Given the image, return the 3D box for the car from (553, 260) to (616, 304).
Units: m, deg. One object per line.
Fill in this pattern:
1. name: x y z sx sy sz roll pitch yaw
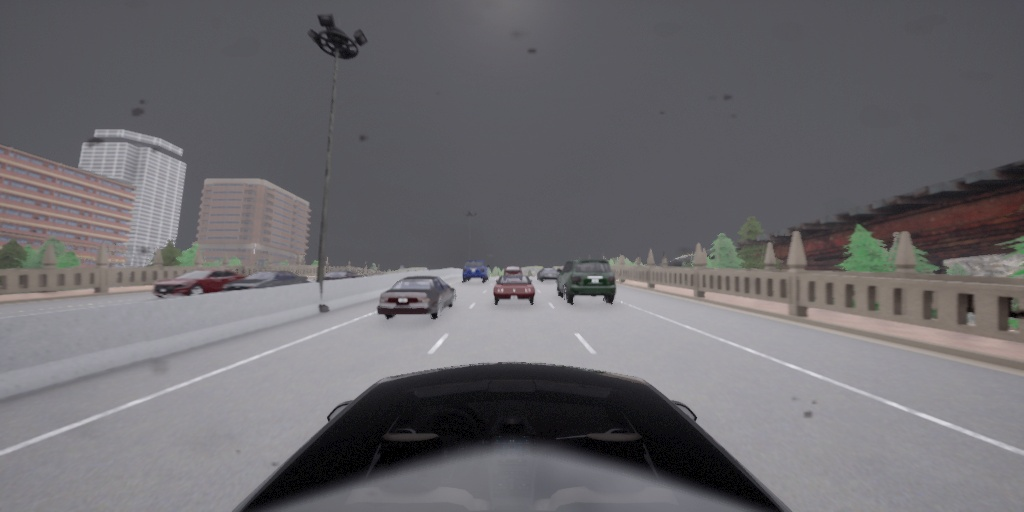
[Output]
1. car: 3.599 1.202 18.184 2.150 2.045 5.566 0 -1 0

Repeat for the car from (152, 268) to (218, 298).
1. car: -17.600 1.493 20.584 1.882 1.535 5.008 0 -1 0

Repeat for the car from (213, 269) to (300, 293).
1. car: -14.101 1.568 20.989 2.033 1.411 5.357 0 -1 0

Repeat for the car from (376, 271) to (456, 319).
1. car: -3.401 1.465 13.689 2.033 1.411 5.357 0 -1 0

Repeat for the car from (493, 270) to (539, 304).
1. car: 0.099 1.579 17.997 1.895 1.301 4.718 0 -1 0

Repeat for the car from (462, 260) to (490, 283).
1. car: -3.402 1.428 34.310 2.150 2.045 5.566 0 -1 0

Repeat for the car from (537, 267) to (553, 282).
1. car: 3.598 1.789 35.698 1.994 1.385 4.181 0 -1 0

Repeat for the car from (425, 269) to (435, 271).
1. car: -14.003 2.915 62.238 1.994 1.385 4.181 0 -6 0

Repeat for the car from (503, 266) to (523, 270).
1. car: 0.098 1.717 36.668 1.882 1.535 5.008 0 -1 0

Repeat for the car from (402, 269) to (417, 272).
1. car: -17.503 2.955 62.204 1.895 1.301 4.718 0 -6 0

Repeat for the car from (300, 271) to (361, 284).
1. car: -10.600 1.598 21.935 1.994 1.385 4.181 0 -1 0
